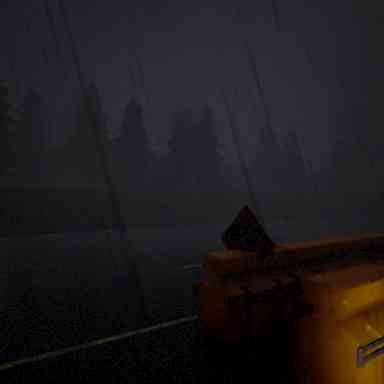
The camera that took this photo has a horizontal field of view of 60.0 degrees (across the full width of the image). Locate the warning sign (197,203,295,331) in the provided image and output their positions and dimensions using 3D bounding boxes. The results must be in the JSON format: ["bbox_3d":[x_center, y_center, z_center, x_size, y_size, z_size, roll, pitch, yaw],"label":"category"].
[{"bbox_3d":[0.914,1.152,5.812,1.060,1.860,1.300,1,0,-36],"label":"warning sign"}]
